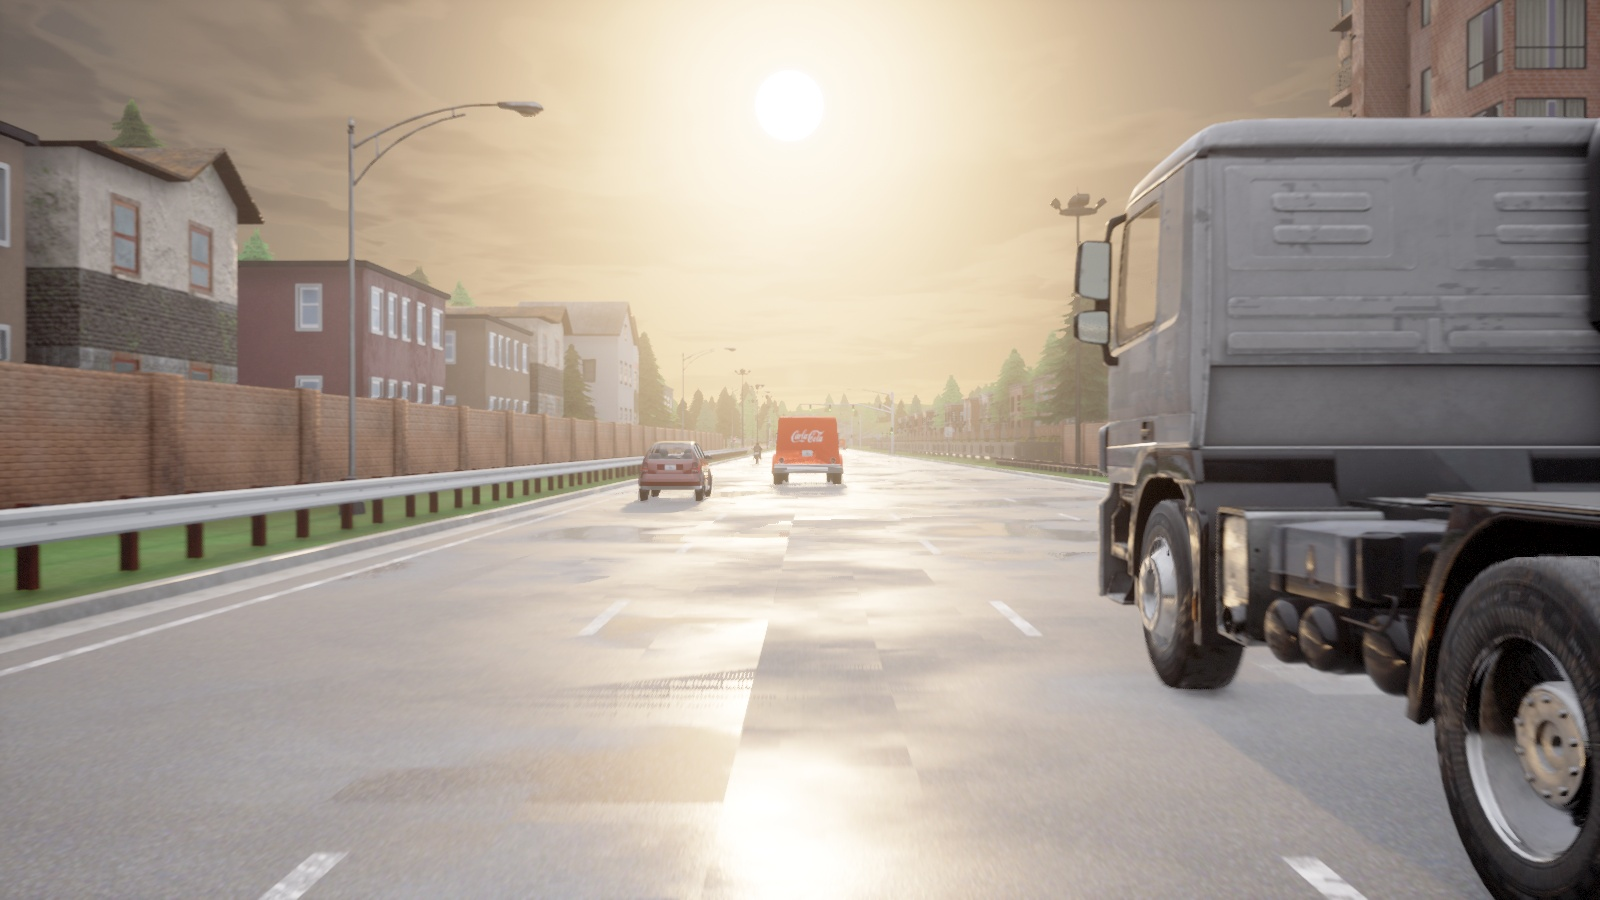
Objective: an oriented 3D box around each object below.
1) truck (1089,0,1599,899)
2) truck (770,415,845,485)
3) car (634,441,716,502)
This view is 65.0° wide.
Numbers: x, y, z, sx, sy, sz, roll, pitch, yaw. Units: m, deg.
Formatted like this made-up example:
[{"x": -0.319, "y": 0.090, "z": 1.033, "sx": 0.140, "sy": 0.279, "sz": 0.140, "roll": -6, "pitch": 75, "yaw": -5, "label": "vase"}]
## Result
[{"x": 3.546, "y": -0.262, "z": 5.224, "sx": 2.891, "sy": 3.462, "sz": 7.936, "roll": 0, "pitch": 0, "yaw": 0, "label": "truck"}, {"x": 0.283, "y": -0.004, "z": 46.980, "sx": 2.627, "sy": 2.467, "sz": 5.204, "roll": 0, "pitch": 0, "yaw": 0, "label": "truck"}, {"x": -3.294, "y": 0.534, "z": 33.654, "sx": 1.789, "sy": 1.549, "sz": 3.705, "roll": 0, "pitch": 0, "yaw": 0, "label": "car"}]
